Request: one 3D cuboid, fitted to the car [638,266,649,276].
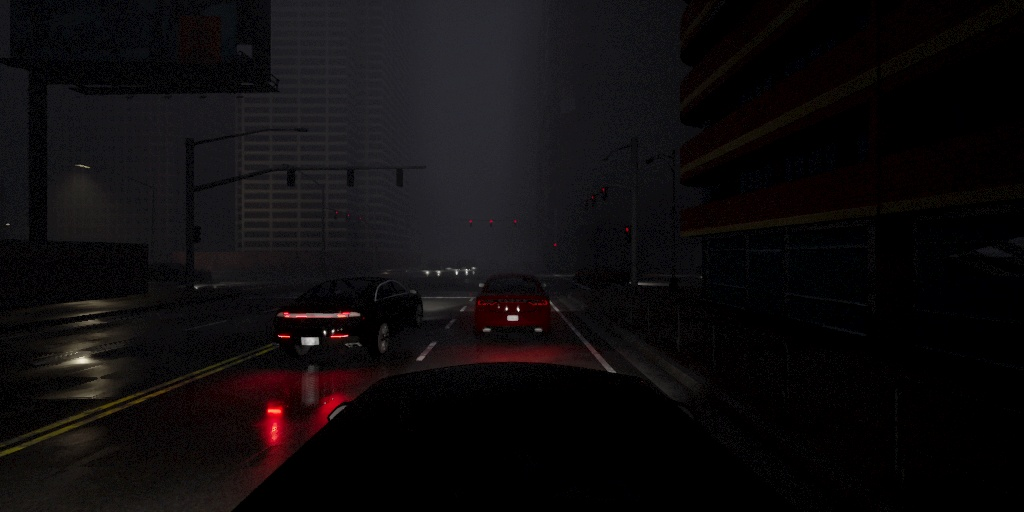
[{"bbox_3d":[11.326,1.351,36.748,4.718,1.301,1.895,0,0,2],"label":"car"}]

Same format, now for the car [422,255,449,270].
[{"bbox_3d":[-10.963,1.102,51.705,2.097,1.767,4.553,0,0,0],"label":"car"}]

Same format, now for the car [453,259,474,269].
[{"bbox_3d":[-7.489,1.255,55.614,1.837,1.490,4.892,0,0,0],"label":"car"}]

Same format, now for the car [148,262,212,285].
[{"bbox_3d":[-24.599,1.228,25.948,5.008,1.535,1.882,0,0,0],"label":"car"}]

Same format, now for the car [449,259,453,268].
[{"bbox_3d":[-11.011,1.297,61.904,2.033,1.411,5.357,0,0,0],"label":"car"}]

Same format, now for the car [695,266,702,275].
[{"bbox_3d":[21.452,1.228,36.698,5.008,1.535,1.882,0,0,0],"label":"car"}]

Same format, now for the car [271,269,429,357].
[{"bbox_3d":[-3.476,1.242,8.552,2.128,1.511,4.902,0,0,-1],"label":"car"}]

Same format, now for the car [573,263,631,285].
[{"bbox_3d":[6.537,1.314,26.016,4.181,1.385,1.994,0,0,0],"label":"car"}]

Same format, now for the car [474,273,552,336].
[{"bbox_3d":[0.012,1.228,10.440,1.882,1.535,5.008,0,0,0],"label":"car"}]
